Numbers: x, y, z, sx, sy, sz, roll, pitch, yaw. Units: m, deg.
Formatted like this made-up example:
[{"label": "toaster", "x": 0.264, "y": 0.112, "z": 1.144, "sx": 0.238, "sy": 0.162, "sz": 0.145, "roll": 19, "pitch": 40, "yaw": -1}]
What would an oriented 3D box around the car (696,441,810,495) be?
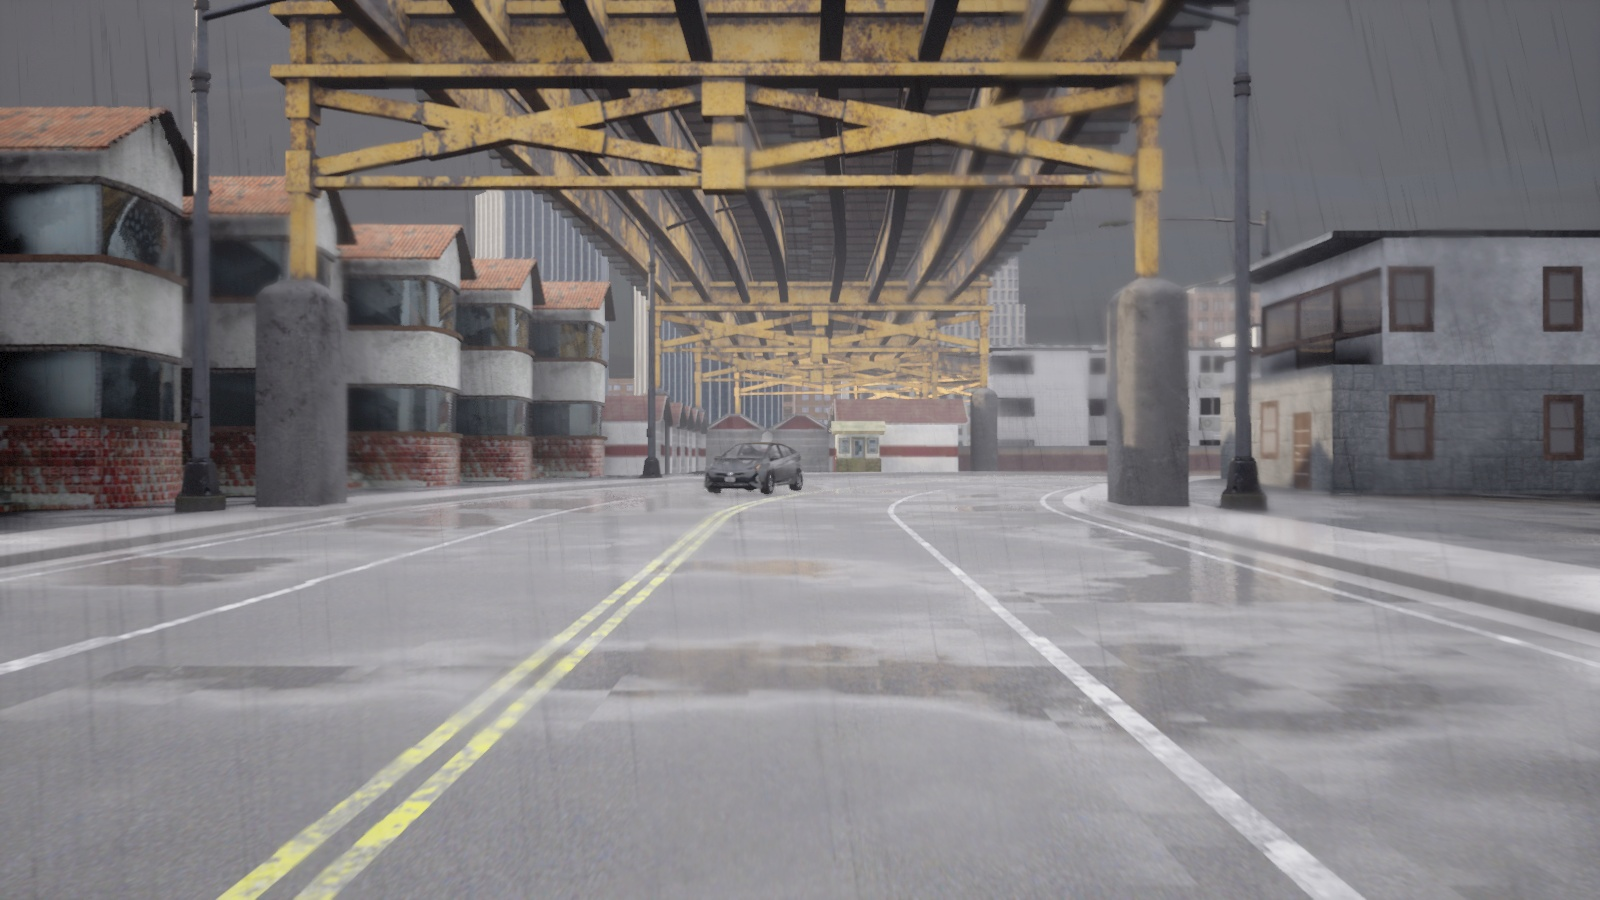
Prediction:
[{"label": "car", "x": -1.323, "y": 0.487, "z": 37.763, "sx": 2.007, "sy": 1.525, "sz": 4.514, "roll": 0, "pitch": 0, "yaw": 18}]
